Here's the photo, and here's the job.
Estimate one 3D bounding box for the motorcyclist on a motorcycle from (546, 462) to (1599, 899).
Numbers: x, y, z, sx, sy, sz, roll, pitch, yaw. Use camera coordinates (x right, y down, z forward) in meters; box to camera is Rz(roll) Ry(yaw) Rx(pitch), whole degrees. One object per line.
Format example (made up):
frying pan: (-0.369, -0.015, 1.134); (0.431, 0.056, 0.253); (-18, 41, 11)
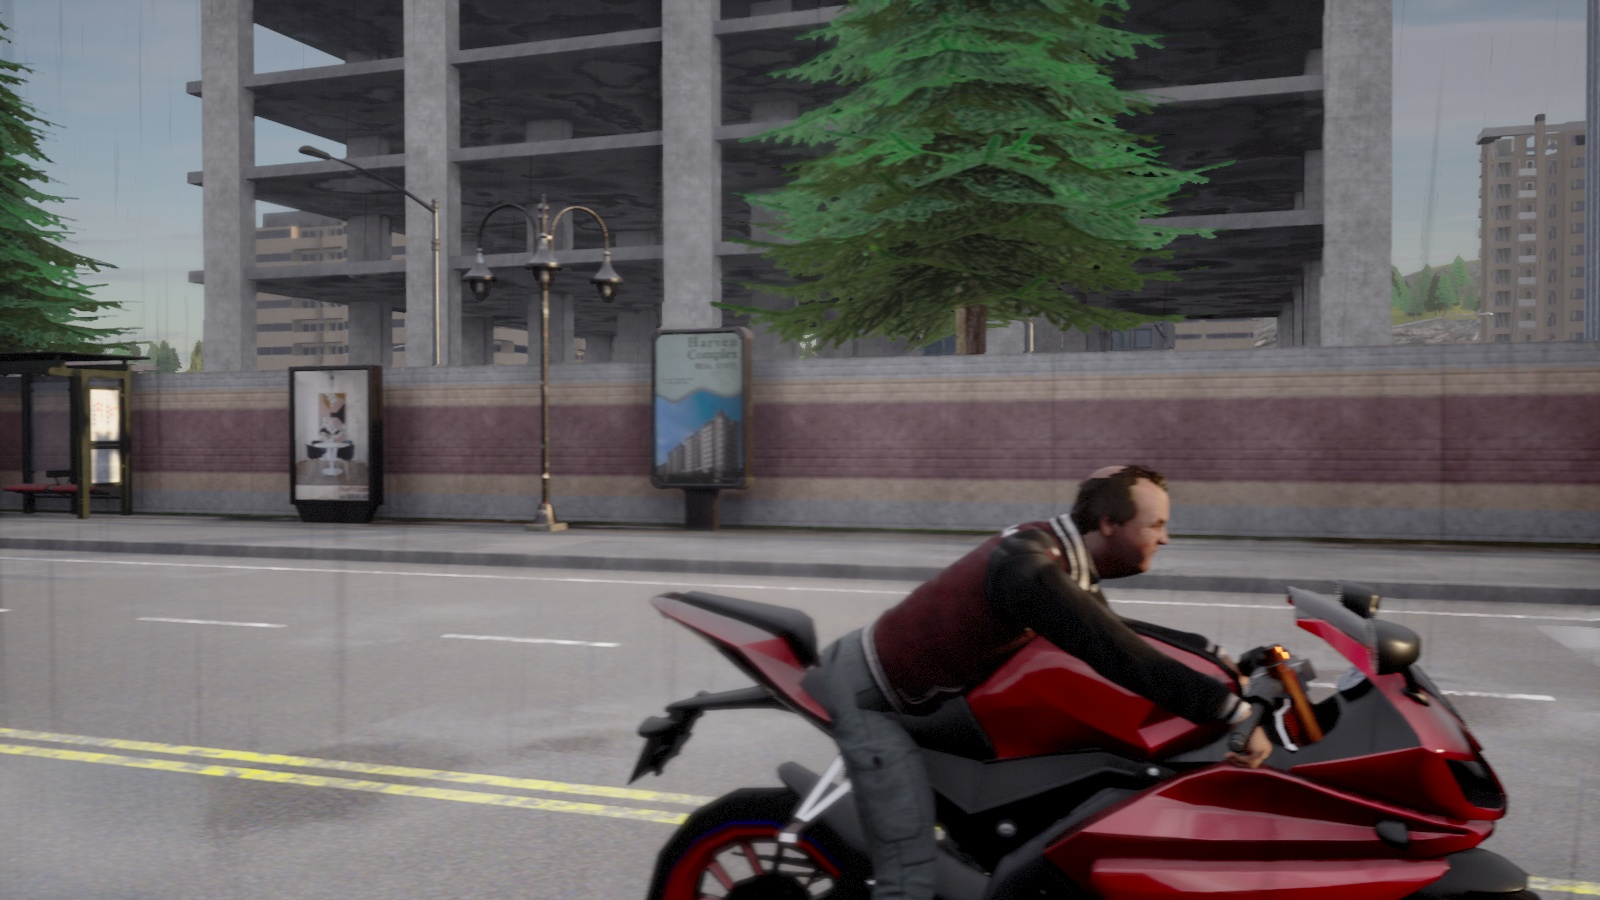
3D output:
motorcyclist on a motorcycle: (0.582, 0.816, 2.998); (2.191, 1.530, 0.866); (1, 1, 19)
